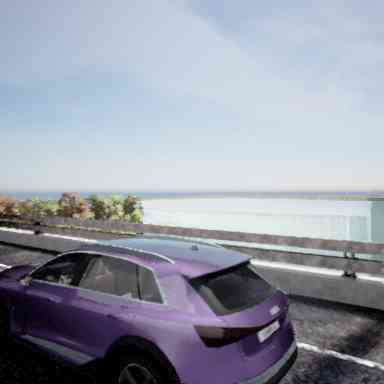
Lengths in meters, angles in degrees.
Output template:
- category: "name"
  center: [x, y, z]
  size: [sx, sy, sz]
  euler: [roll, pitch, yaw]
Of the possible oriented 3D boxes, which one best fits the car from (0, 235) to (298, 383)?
- category: "car"
  center: [-1.066, 1.432, 4.635]
  size: [4.856, 1.649, 2.033]
  euler: [0, 0, 36]
